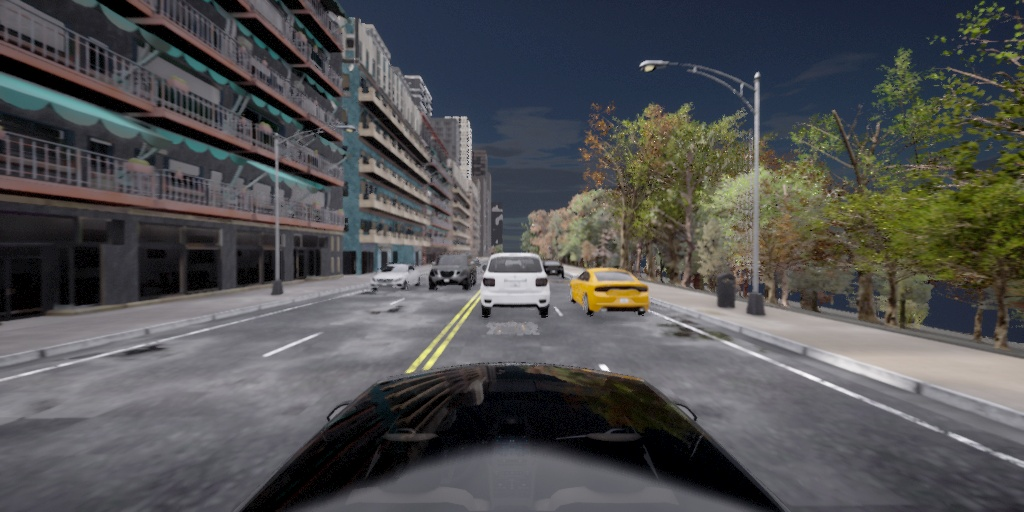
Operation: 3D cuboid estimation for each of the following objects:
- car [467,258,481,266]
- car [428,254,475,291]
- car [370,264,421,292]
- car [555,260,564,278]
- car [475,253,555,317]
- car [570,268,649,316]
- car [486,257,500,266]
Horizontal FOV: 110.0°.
[{"bbox_3d":[-6.548,1.037,62.200,1.994,1.385,4.181,0,0,1],"label":"car"},{"bbox_3d":[-3.350,0.878,21.164,2.150,2.045,5.566,0,0,0],"label":"car"},{"bbox_3d":[-6.602,1.183,20.872,1.812,1.442,4.674,0,0,0],"label":"car"},{"bbox_3d":[3.346,1.087,31.278,1.882,1.535,5.008,0,0,0],"label":"car"},{"bbox_3d":[0.099,0.917,13.081,2.150,2.045,5.566,0,0,0],"label":"car"},{"bbox_3d":[3.348,1.172,13.169,1.882,1.535,5.008,0,0,0],"label":"car"},{"bbox_3d":[-3.296,0.967,62.165,2.128,1.511,4.902,0,0,1],"label":"car"}]
